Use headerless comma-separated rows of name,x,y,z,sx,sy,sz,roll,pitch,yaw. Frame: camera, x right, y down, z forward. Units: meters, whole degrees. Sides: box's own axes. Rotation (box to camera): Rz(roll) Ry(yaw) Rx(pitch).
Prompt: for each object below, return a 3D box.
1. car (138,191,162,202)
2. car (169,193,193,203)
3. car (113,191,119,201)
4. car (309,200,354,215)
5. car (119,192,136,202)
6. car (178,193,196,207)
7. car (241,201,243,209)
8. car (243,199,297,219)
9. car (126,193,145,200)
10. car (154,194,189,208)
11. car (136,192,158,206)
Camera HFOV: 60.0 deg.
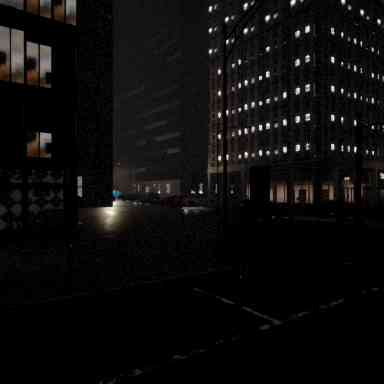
car,-7.308,0.779,57.550,2.097,1.767,4.553,0,1,-35
car,-1.876,0.927,54.343,1.967,1.590,4.097,1,0,-35
car,-14.992,0.920,58.883,1.887,1.381,4.507,1,0,-35
car,13.020,1.377,31.244,1.802,1.307,4.206,1,0,-32
car,-10.017,0.918,56.504,2.128,1.511,4.902,0,1,-35
car,-1.327,1.081,43.428,1.882,1.535,5.008,0,1,-33
car,6.603,1.262,30.994,2.128,1.511,4.902,0,1,-31
car,6.401,1.399,26.551,1.802,1.307,4.206,1,0,-32
car,-11.522,0.864,67.789,1.947,1.339,4.313,1,0,-36
car,-2.496,1.212,40.507,1.802,1.307,4.206,1,0,-33
car,-5.445,1.094,45.003,1.752,1.417,4.829,1,0,-33
